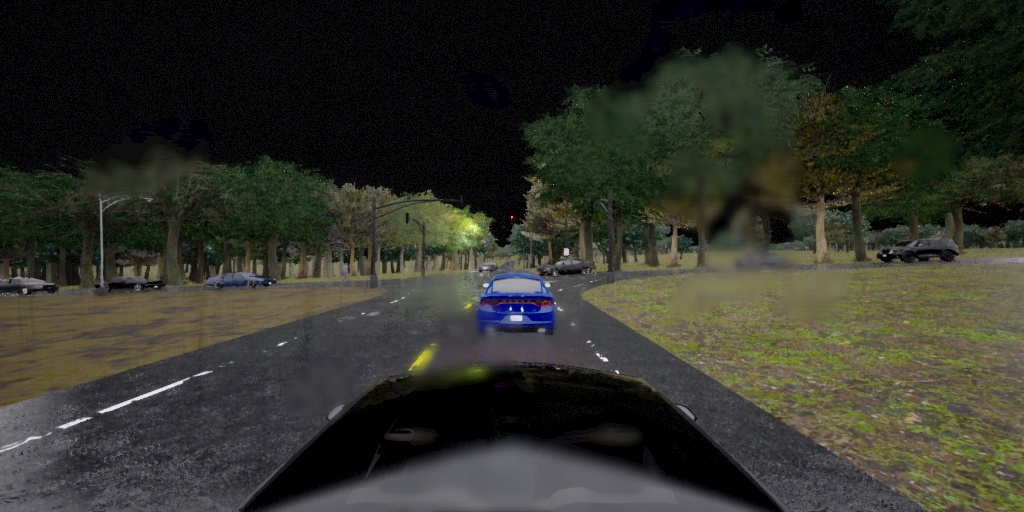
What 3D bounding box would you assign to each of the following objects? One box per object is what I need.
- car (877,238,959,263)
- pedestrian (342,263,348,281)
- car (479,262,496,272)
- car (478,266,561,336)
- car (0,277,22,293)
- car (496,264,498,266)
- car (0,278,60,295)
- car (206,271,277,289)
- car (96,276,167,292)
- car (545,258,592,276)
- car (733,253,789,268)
[{"bbox_3d":[36.273,-0.485,32.135,5.566,2.045,2.150,-2,-1,2],"label":"car"},{"bbox_3d":[-17.861,1.681,38.404,0.375,1.860,0.375,0,1,3],"label":"pedestrian"},{"bbox_3d":[-3.867,1.679,53.561,2.128,1.511,4.902,0,-1,-1],"label":"car"},{"bbox_3d":[0.140,1.233,10.444,1.882,1.535,5.008,0,0,1],"label":"car"},{"bbox_3d":[-53.077,2.980,36.131,5.008,1.535,1.882,-2,-1,2],"label":"car"},{"bbox_3d":[-3.994,1.847,62.948,2.128,1.511,4.902,0,-1,0],"label":"car"},{"bbox_3d":[-43.512,2.674,31.996,4.892,1.490,1.837,-2,-1,3],"label":"car"},{"bbox_3d":[-23.426,2.049,31.078,5.357,1.411,2.033,-2,-1,6],"label":"car"},{"bbox_3d":[-33.348,2.440,31.511,4.718,1.301,1.895,-2,-1,3],"label":"car"},{"bbox_3d":[4.408,0.994,30.271,5.008,1.535,1.882,-2,-1,-27],"label":"car"},{"bbox_3d":[22.644,0.389,32.724,4.181,1.385,1.994,-2,-1,2],"label":"car"}]
